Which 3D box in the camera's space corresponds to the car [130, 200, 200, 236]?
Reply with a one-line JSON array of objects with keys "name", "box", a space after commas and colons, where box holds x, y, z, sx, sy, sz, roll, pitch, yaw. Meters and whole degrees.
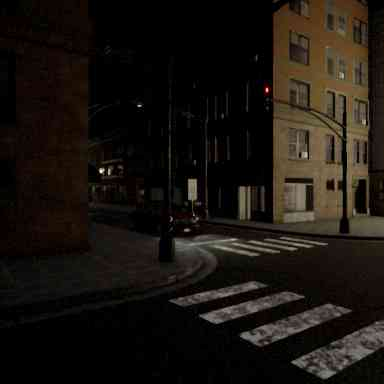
[{"name": "car", "box": [-1.547, 1.270, 17.986, 2.097, 1.767, 4.553, 0, 0, -36]}]
